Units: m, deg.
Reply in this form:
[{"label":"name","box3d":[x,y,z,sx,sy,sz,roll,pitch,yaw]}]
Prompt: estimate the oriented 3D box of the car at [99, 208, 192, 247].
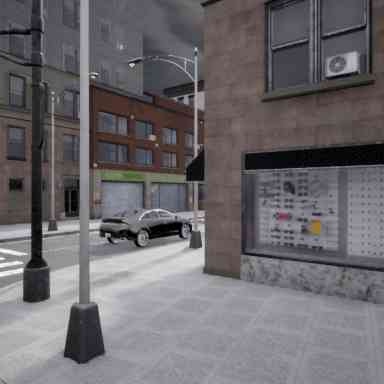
[{"label":"car","box3d":[-1.875,1.459,14.950,2.128,1.511,4.902,0,0,35]}]
